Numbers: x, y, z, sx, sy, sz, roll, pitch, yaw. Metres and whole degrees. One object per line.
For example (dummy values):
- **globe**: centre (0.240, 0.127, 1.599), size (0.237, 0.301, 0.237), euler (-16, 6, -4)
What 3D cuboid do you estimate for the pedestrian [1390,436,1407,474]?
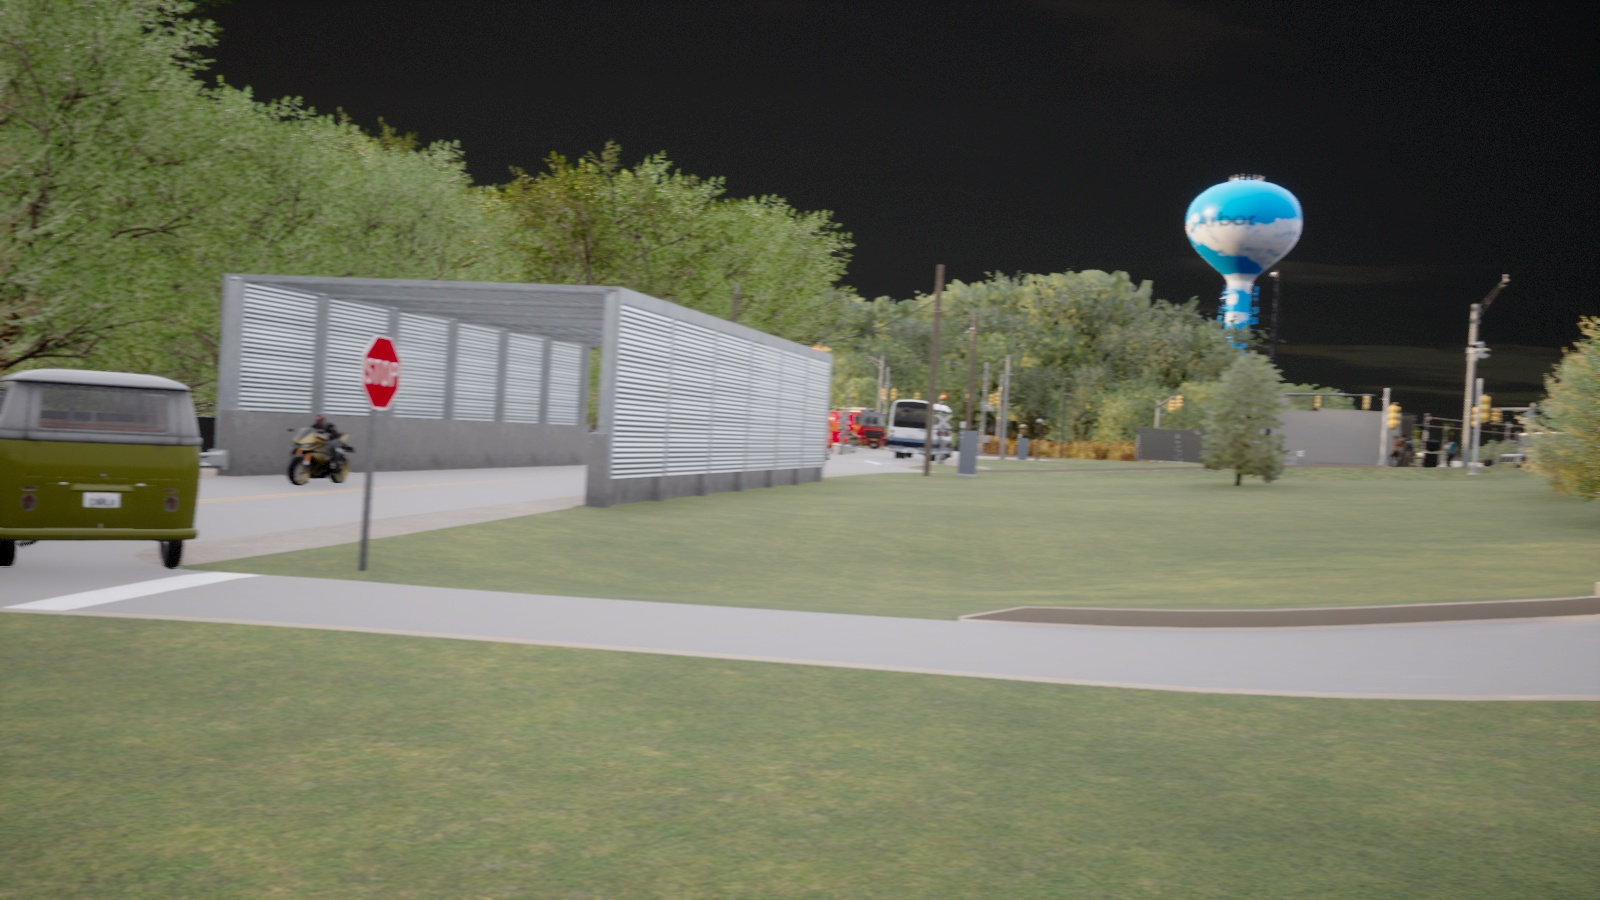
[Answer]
- **pedestrian**: centre (31.414, 0.265, 65.889), size (0.666, 1.930, 0.402), euler (4, -1, 20)

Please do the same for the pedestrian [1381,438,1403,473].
- **pedestrian**: centre (31.551, 0.271, 66.937), size (0.869, 1.805, 0.328), euler (4, -1, 0)

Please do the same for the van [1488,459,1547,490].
- **van**: centre (49.082, 1.655, 85.974), size (1.775, 1.987, 4.442), euler (4, 0, 6)

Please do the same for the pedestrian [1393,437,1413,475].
- **pedestrian**: centre (32.153, 0.326, 66.922), size (0.788, 1.949, 0.423), euler (5, -1, -26)

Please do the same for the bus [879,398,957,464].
- **bus**: centre (8.880, -1.348, 92.776), size (3.944, 4.253, 10.273), euler (5, 1, 14)

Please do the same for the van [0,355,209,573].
- **van**: centre (-7.845, 0.059, 13.708), size (1.775, 1.987, 4.442), euler (3, 1, -34)

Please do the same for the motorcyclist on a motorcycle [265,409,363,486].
- **motorcyclist on a motorcycle**: centre (-10.320, -0.058, 26.770), size (0.866, 1.530, 2.191), euler (4, 1, 10)

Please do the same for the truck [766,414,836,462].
- **truck**: centre (0.108, -0.667, 71.697), size (2.627, 2.467, 5.204), euler (4, 1, 14)

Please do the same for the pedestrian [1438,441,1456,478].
- **pedestrian**: centre (34.445, 0.502, 66.855), size (0.396, 1.930, 0.692), euler (4, -1, -14)
